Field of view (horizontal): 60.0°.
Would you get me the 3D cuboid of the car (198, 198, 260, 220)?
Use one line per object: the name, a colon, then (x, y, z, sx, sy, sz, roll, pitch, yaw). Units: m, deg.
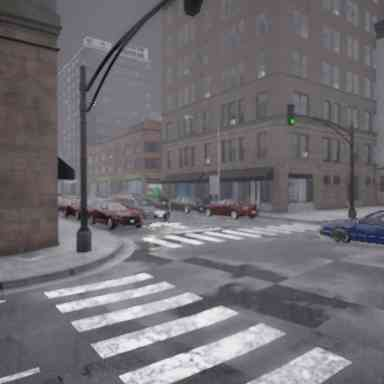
car: (2.681, 1.122, 23.234, 1.887, 1.381, 4.507, 1, 1, -36)

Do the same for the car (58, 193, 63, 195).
car: (-10.656, 1.019, 27.238, 1.887, 1.381, 4.507, 1, 0, -36)

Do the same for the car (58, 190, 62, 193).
car: (-18.161, 0.770, 42.359, 2.033, 1.411, 5.357, 0, 1, -35)

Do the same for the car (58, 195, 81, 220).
car: (-7.456, 1.098, 22.759, 1.887, 1.381, 4.507, 1, 0, -36)

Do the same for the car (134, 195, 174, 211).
car: (-3.718, 0.987, 32.193, 1.947, 1.339, 4.313, 1, 1, -36)

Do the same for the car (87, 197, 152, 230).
car: (-4.256, 1.176, 18.279, 1.887, 1.381, 4.507, 1, 0, -36)

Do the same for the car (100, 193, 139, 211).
car: (-7.129, 0.889, 32.196, 1.882, 1.535, 5.008, 0, 1, -36)

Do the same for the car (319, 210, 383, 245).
car: (7.385, 1.311, 11.872, 2.033, 1.411, 5.357, 0, 1, -36)

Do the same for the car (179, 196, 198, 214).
car: (-0.519, 1.050, 27.713, 2.008, 1.369, 4.403, 1, 1, -36)

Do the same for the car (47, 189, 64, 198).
car: (-26.113, 0.325, 63.547, 1.967, 1.590, 4.097, 0, 0, -36)

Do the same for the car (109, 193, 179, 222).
car: (-3.241, 1.078, 21.419, 2.128, 1.511, 4.902, 0, 1, -36)

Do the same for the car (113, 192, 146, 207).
car: (-6.916, 0.783, 36.671, 1.967, 1.590, 4.097, 1, 1, -36)
